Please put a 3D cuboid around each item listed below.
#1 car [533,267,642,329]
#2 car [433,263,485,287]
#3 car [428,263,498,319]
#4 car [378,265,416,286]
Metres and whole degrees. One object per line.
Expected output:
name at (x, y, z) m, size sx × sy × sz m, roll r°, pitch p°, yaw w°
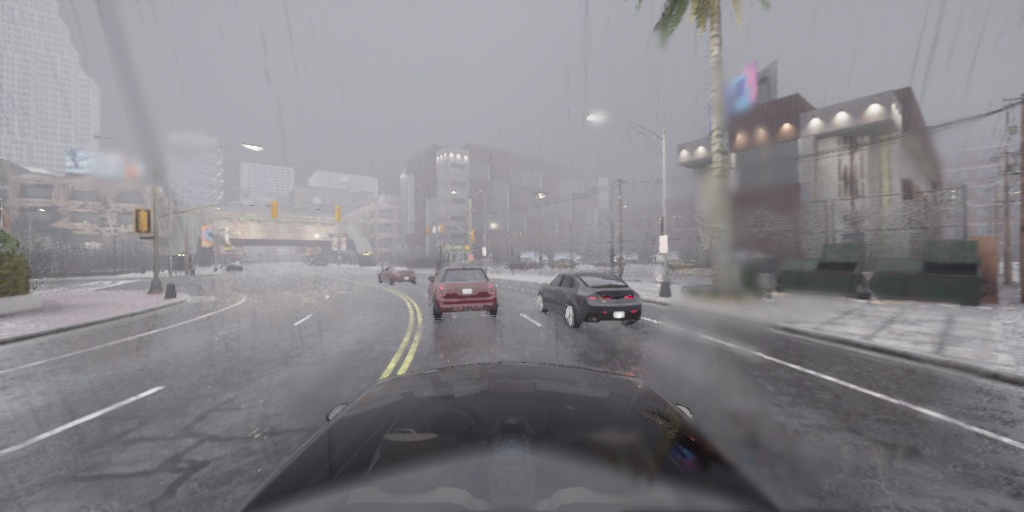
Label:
car at (2.166, 1.245, 11.316) m, size 1.837 × 1.490 × 4.892 m, roll 0°, pitch -1°, yaw -12°
car at (-3.993, 1.292, 26.062) m, size 1.882 × 1.535 × 5.008 m, roll 0°, pitch 0°, yaw -32°
car at (-1.967, 1.134, 13.294) m, size 2.097 × 1.767 × 4.553 m, roll -1°, pitch 0°, yaw -15°
car at (-8.564, 1.382, 26.659) m, size 1.812 × 1.442 × 4.674 m, roll 0°, pitch 0°, yaw -34°
